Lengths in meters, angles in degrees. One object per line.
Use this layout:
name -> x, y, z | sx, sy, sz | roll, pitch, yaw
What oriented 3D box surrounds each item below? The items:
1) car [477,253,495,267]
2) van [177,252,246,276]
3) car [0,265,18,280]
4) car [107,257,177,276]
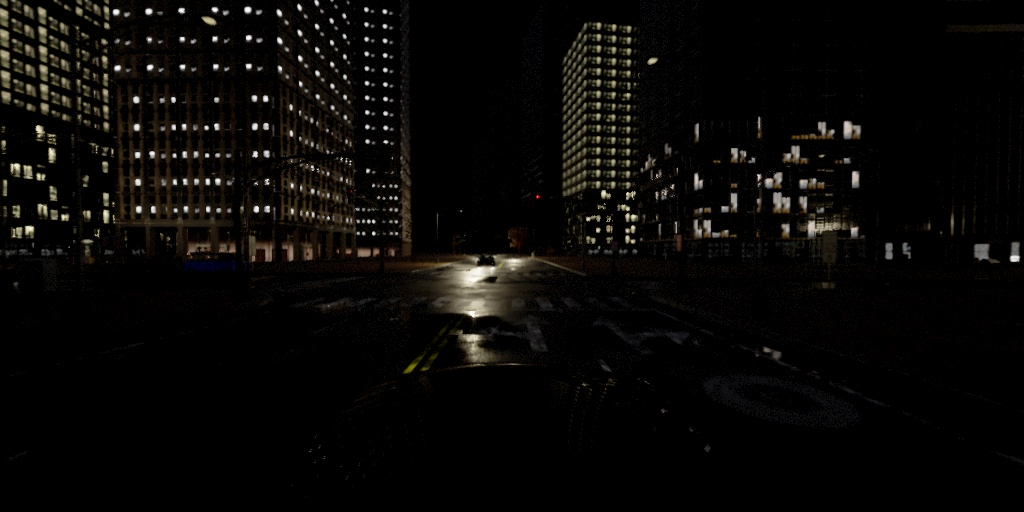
car -> -3.245, 0.452, 45.517 | 2.097, 1.767, 4.553 | 0, 0, 0
van -> -22.653, 0.604, 27.378 | 3.998, 1.789, 1.690 | 0, 0, 1
car -> -33.219, 0.816, 21.724 | 5.008, 1.535, 1.882 | 0, 1, 2
car -> -28.191, 0.783, 27.425 | 4.507, 1.381, 1.888 | 0, 0, 1
